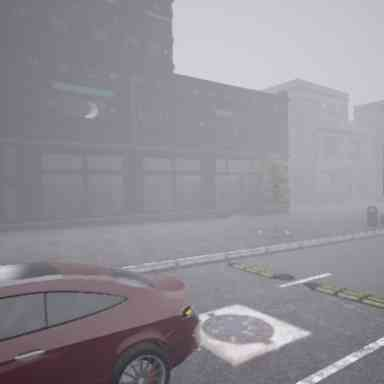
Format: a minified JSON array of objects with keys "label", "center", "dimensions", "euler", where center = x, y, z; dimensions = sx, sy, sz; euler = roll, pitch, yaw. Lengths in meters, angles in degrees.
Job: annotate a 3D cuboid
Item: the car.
[{"label":"car","center":[-2.061,1.526,3.316],"dimensions":[4.674,1.442,1.812],"euler":[-1,0,-35]}]
